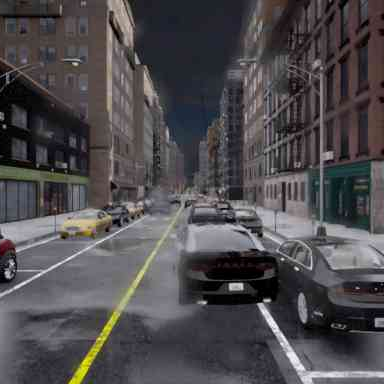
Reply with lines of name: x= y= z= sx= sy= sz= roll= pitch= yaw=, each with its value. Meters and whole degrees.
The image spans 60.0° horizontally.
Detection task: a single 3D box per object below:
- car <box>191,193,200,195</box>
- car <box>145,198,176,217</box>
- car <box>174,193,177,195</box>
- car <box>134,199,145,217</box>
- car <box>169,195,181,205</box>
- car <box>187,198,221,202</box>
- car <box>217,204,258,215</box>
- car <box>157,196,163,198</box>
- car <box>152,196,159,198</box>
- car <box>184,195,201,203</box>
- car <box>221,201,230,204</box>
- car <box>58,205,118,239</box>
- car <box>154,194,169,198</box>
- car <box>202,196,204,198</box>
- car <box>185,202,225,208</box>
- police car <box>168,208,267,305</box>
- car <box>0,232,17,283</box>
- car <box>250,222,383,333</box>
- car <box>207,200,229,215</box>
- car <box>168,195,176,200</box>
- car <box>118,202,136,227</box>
car: x=-0.084 y=1.457 z=58.800 sx=1.882 sy=1.535 sz=5.008 roll=0 pitch=0 yaw=0
car: x=-2.892 y=1.544 z=31.581 sx=2.033 sy=1.411 sz=5.357 roll=0 pitch=0 yaw=0
car: x=-5.504 y=1.513 z=81.906 sx=2.008 sy=1.369 sz=4.403 roll=0 pitch=0 yaw=0
car: x=-5.427 y=1.523 z=28.209 sx=1.752 sy=1.417 sz=4.829 roll=0 pitch=0 yaw=0
car: x=-2.830 y=1.582 z=56.379 sx=1.895 sy=1.301 sz=4.718 roll=0 pitch=0 yaw=0
car: x=0.792 y=1.476 z=24.257 sx=1.882 sy=1.535 sz=5.008 roll=0 pitch=0 yaw=0
car: x=2.614 y=1.549 z=17.556 sx=2.008 sy=1.369 sz=4.403 roll=0 pitch=0 yaw=0
car: x=-5.450 y=1.541 z=44.618 sx=2.008 sy=1.369 sz=4.403 roll=0 pitch=0 yaw=0
car: x=-5.443 y=1.544 z=39.205 sx=2.008 sy=1.369 sz=4.403 roll=0 pitch=0 yaw=0
car: x=-0.045 y=1.494 z=45.736 sx=1.837 sy=1.490 sz=4.892 roll=0 pitch=0 yaw=1
car: x=2.598 y=1.563 z=28.381 sx=1.947 sy=1.339 sz=4.313 roll=0 pitch=0 yaw=0
car: x=-5.411 y=1.524 z=17.384 sx=1.752 sy=1.417 sz=4.829 roll=0 pitch=0 yaw=0
car: x=-5.466 y=1.297 z=55.443 sx=2.192 sy=1.841 sz=5.009 roll=0 pitch=0 yaw=0
car: x=2.574 y=1.515 z=44.790 sx=1.752 sy=1.417 sz=4.829 roll=0 pitch=0 yaw=0
car: x=0.691 y=1.503 z=18.258 sx=1.837 sy=1.490 sz=4.892 roll=0 pitch=0 yaw=0
police car: x=0.512 y=1.424 z=8.289 sx=1.930 sy=1.638 sz=5.238 roll=0 pitch=0 yaw=-6
car: x=-5.396 y=1.440 z=6.728 sx=1.967 sy=1.590 sz=4.097 roll=0 pitch=0 yaw=0
car: x=2.629 y=1.550 z=6.731 sx=2.008 sy=1.369 sz=4.403 roll=0 pitch=0 yaw=0
car: x=2.590 y=1.562 z=33.794 sx=1.947 sy=1.339 sz=4.313 roll=0 pitch=0 yaw=0
car: x=-5.520 y=1.477 z=92.644 sx=1.752 sy=1.417 sz=4.829 roll=0 pitch=0 yaw=0
car: x=-5.419 y=1.564 z=22.966 sx=1.947 sy=1.339 sz=4.313 roll=0 pitch=0 yaw=0
